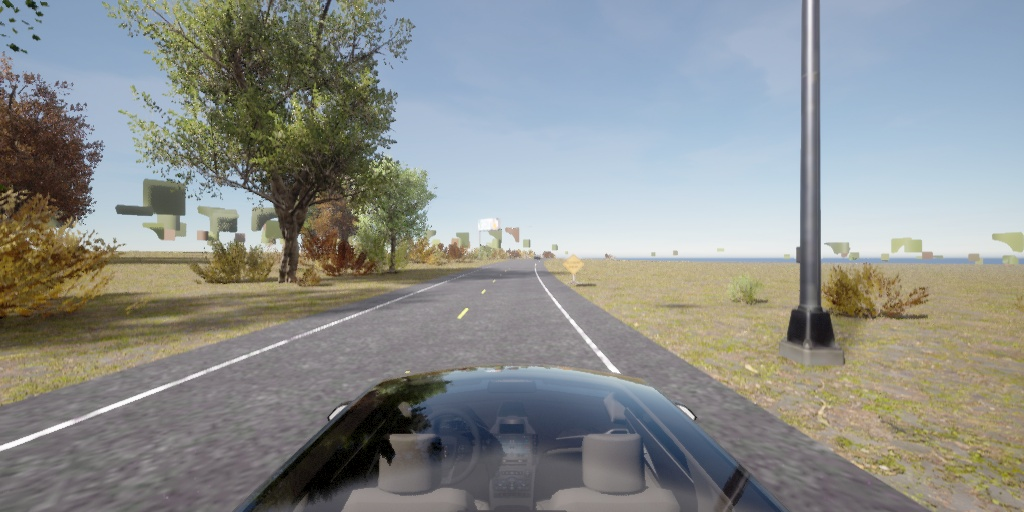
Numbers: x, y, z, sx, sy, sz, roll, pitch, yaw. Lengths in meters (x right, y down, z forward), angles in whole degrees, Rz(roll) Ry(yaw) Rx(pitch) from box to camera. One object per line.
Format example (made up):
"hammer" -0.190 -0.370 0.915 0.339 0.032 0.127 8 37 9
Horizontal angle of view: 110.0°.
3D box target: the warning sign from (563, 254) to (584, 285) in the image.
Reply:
"warning sign" 3.821 0.795 22.167 1.300 1.860 1.060 0 0 1
